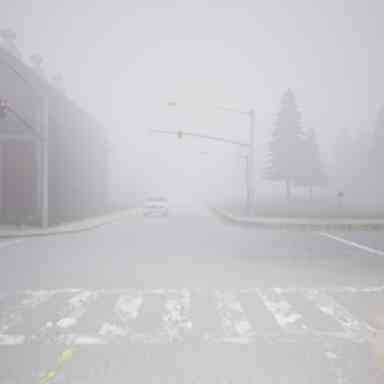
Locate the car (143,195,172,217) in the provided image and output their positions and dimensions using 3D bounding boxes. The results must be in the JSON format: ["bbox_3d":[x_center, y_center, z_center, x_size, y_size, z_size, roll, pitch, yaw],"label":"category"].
[{"bbox_3d":[-3.543,1.362,33.319,2.150,2.045,5.566,0,0,0],"label":"car"}]

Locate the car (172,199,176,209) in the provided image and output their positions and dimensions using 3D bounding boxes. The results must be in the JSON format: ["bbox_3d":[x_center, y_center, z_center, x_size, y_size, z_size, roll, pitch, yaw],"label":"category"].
[{"bbox_3d":[-3.518,1.742,50.947,1.812,1.442,4.674,0,0,0],"label":"car"}]
